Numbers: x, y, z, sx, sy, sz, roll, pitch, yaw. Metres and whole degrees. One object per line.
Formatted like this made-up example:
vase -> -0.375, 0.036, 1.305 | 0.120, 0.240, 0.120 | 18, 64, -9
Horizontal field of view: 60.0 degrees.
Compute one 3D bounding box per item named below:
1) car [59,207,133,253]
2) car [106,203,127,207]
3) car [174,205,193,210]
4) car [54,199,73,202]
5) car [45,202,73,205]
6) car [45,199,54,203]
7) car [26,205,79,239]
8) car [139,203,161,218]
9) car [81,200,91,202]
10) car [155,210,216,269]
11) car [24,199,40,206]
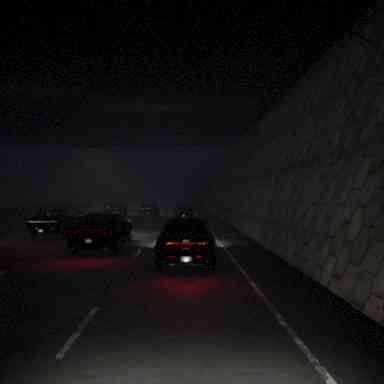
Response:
car -> -3.805, 1.630, 14.453 | 1.882, 1.535, 5.008 | 0, 0, -2
car -> -7.883, 1.851, 34.522 | 2.128, 1.511, 4.902 | 0, -1, -2
car -> -0.851, 1.929, 33.469 | 1.895, 1.301, 4.718 | 0, -1, -2
car -> -26.488, 2.165, 69.820 | 1.882, 1.535, 5.008 | 0, -1, -2
car -> -11.253, 1.871, 29.809 | 2.033, 1.411, 5.357 | 0, -1, -2
car -> -30.040, 2.264, 71.597 | 2.128, 1.511, 4.902 | 0, -1, -2
car -> -7.422, 1.695, 18.594 | 2.128, 1.511, 4.902 | 0, -1, -2
car -> -4.389, 1.843, 34.766 | 2.128, 1.511, 4.902 | 0, -1, -2
car -> -23.041, 2.314, 71.764 | 1.895, 1.301, 4.718 | 0, -1, -2
car -> -0.226, 1.620, 11.615 | 1.837, 1.490, 4.892 | 0, 0, -2
car -> -33.485, 2.259, 69.621 | 1.994, 1.385, 4.181 | 0, -1, -2
